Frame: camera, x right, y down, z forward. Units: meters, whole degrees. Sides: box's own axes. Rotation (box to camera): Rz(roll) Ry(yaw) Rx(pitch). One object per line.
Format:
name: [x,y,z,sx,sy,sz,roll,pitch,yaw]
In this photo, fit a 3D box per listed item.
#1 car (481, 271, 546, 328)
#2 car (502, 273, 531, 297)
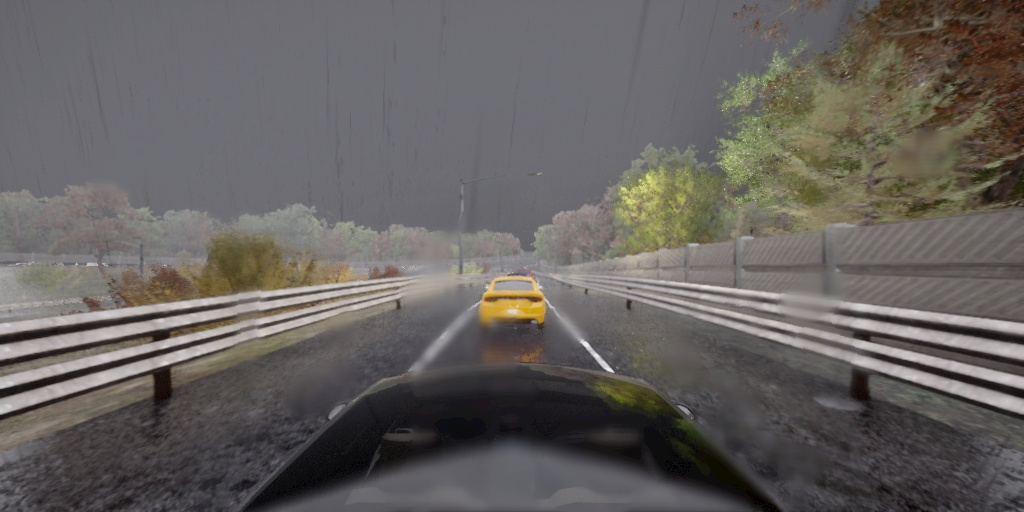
car: [0.063,1.434,12.249,1.882,1.535,5.008,0,-2,1]
car: [0.390,1.979,25.220,1.837,1.490,4.892,0,-3,2]
